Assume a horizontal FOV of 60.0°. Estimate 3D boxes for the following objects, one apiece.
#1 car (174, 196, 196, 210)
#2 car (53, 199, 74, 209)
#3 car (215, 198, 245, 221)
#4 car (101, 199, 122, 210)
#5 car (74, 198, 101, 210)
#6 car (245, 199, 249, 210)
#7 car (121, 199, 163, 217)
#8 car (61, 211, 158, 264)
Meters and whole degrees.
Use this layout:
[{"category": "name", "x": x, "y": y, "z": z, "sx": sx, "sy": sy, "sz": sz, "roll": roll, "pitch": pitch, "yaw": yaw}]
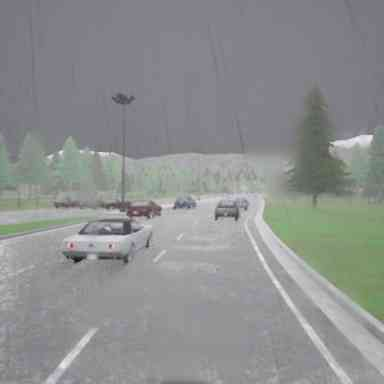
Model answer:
[{"category": "car", "x": -0.841, "y": 1.314, "z": 42.738, "sx": 2.097, "sy": 1.767, "sz": 4.553, "roll": 0, "pitch": 0, "yaw": 12}, {"category": "car", "x": -16.085, "y": 1.544, "z": 43.836, "sx": 1.895, "sy": 1.301, "sz": 4.718, "roll": 0, "pitch": 0, "yaw": 13}, {"category": "car", "x": 2.983, "y": 1.474, "z": 27.253, "sx": 2.128, "sy": 1.511, "sz": 4.902, "roll": 0, "pitch": 0, "yaw": 11}, {"category": "car", "x": -9.255, "y": 1.556, "z": 42.303, "sx": 1.895, "sy": 1.301, "sz": 4.718, "roll": 0, "pitch": 0, "yaw": 13}, {"category": "car", "x": -12.751, "y": 1.508, "z": 42.729, "sx": 1.994, "sy": 1.385, "sz": 4.181, "roll": 0, "pitch": 0, "yaw": 13}, {"category": "car", "x": 6.191, "y": 1.520, "z": 42.162, "sx": 2.033, "sy": 1.411, "sz": 5.357, "roll": 0, "pitch": 0, "yaw": 13}, {"category": "car", "x": -3.937, "y": 1.446, "z": 28.310, "sx": 1.882, "sy": 1.535, "sz": 5.008, "roll": 0, "pitch": 0, "yaw": 11}, {"category": "car", "x": -2.684, "y": 1.586, "z": 11.839, "sx": 1.895, "sy": 1.301, "sz": 4.718, "roll": 0, "pitch": 0, "yaw": 5}]
